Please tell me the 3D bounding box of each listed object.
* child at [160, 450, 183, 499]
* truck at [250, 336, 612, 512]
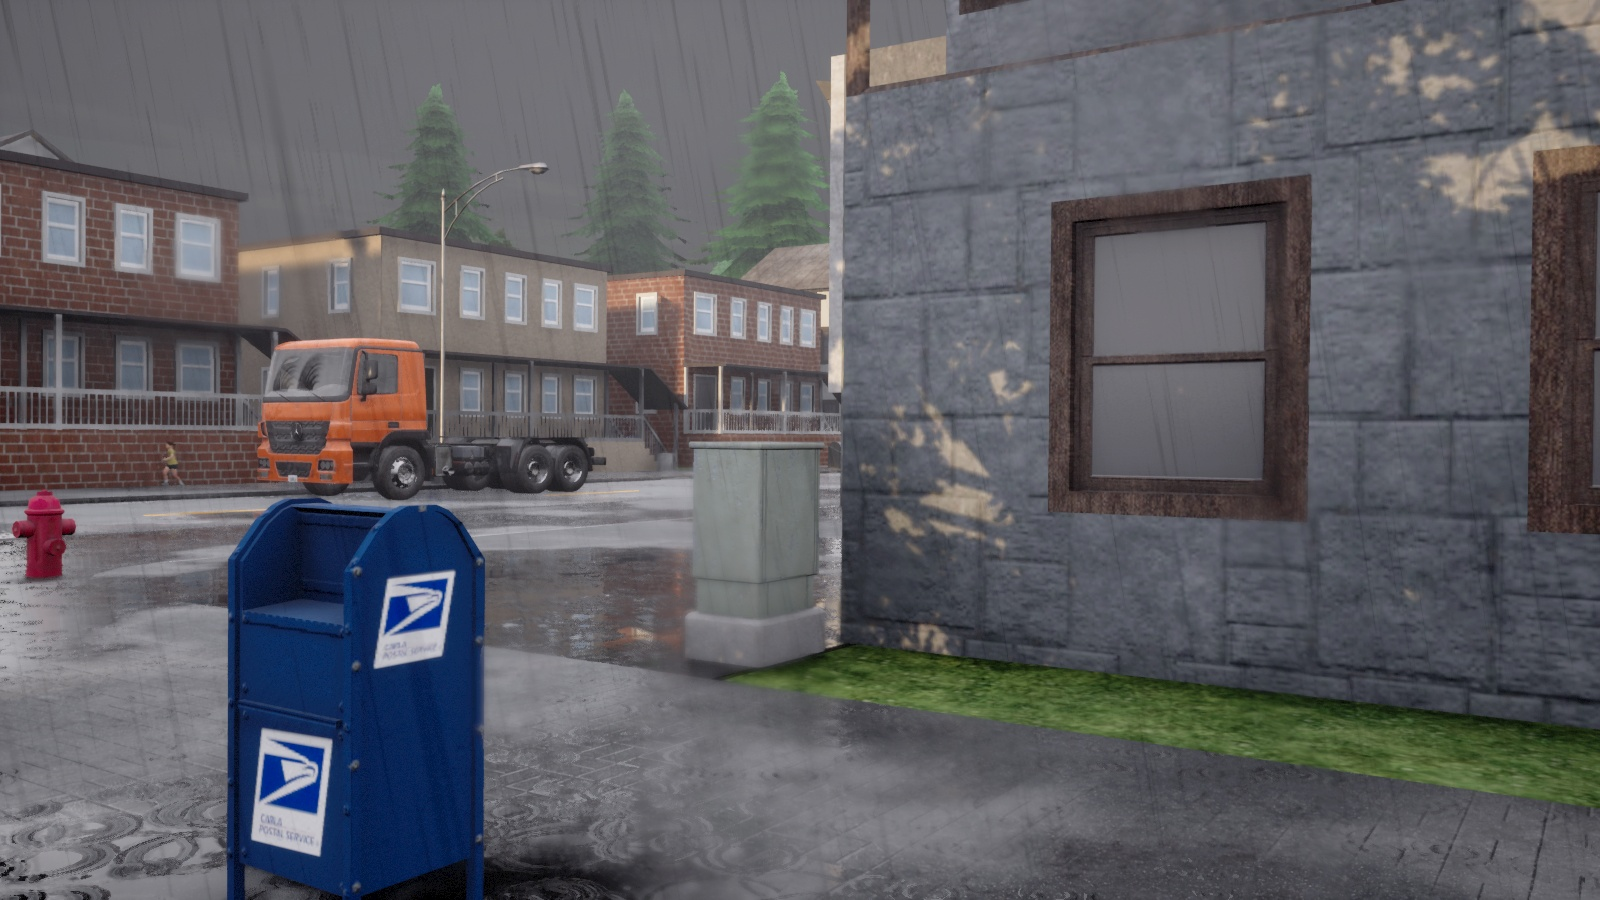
[{"bbox_3d":[-14.445,0.558,28.860,0.255,1.110,0.394,0,1,35],"label":"child"},{"bbox_3d":[-8.083,-0.570,28.753,2.891,3.462,7.936,0,1,33],"label":"truck"}]
